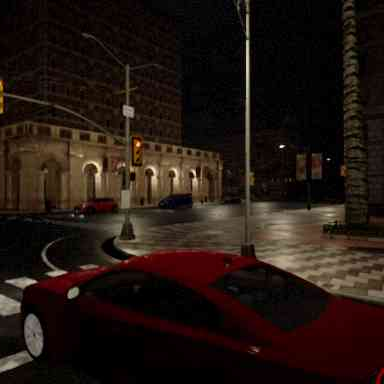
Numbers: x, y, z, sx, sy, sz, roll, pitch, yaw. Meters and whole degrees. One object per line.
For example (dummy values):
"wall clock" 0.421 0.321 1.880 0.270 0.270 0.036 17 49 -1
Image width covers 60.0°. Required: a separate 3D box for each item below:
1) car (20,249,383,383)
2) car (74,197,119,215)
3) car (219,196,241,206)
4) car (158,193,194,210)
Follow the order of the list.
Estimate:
"car" -0.266 1.476 4.132 5.008 1.535 1.882 0 0 38
"car" -9.889 1.338 34.438 2.097 1.767 4.553 0 0 40
"car" 6.251 1.476 54.942 2.128 1.511 4.902 0 0 38
"car" -2.061 1.209 44.324 2.150 2.045 5.566 0 0 38
